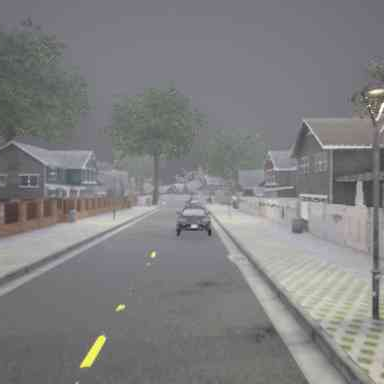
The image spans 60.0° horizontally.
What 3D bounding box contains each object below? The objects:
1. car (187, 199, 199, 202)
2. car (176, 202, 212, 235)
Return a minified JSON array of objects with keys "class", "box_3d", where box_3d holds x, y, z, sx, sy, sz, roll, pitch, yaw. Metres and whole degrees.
[{"class":"car","box_3d":[0.107,1.552,38.620,1.812,1.442,4.674,0,0,0]},{"class":"car","box_3d":[0.104,1.521,18.685,1.812,1.442,4.674,0,0,0]}]
